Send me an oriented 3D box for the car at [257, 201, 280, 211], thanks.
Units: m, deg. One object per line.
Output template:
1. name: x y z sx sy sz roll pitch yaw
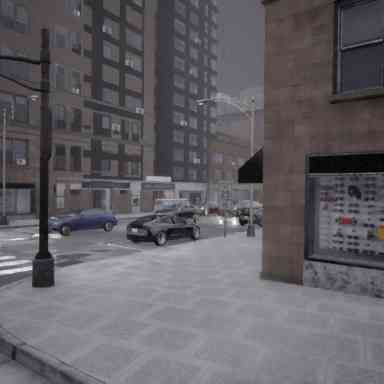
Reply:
1. car: 11.090 1.931 48.171 1.802 1.307 4.206 0 0 36

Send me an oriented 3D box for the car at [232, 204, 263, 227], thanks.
1. car: 5.118 1.850 25.358 1.947 1.339 4.313 0 0 36

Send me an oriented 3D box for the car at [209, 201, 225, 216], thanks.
1. car: 1.431 1.645 34.807 1.967 1.590 4.097 0 0 36

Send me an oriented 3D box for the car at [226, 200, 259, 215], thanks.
1. car: 4.786 1.612 35.036 2.097 1.767 4.553 1 0 36

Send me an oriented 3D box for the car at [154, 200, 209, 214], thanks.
1. car: -1.085 1.671 26.933 2.128 1.511 4.902 1 0 36

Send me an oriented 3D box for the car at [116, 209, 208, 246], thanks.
1. car: -1.323 1.764 16.449 1.947 1.339 4.313 0 0 36

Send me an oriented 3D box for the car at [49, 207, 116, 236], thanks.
1. car: -6.458 1.634 19.499 1.812 1.442 4.674 1 0 38
